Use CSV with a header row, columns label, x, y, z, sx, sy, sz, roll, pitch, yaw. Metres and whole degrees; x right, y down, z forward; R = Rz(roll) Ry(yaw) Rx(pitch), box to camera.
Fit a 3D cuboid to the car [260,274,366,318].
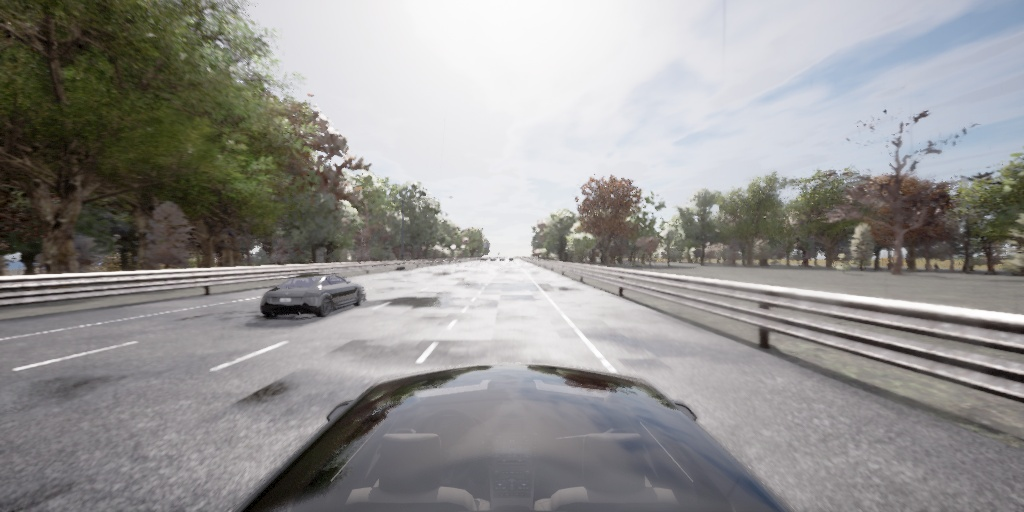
label,x,y,z,sx,sy,sz,roll,pitch,yaw
car,-6.990,1.328,13.065,1.994,1.385,4.181,0,0,0
